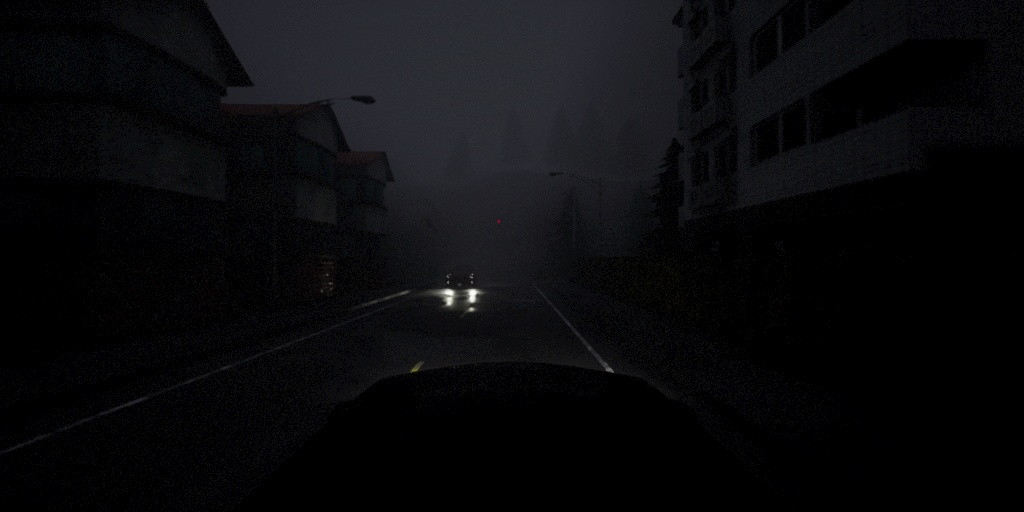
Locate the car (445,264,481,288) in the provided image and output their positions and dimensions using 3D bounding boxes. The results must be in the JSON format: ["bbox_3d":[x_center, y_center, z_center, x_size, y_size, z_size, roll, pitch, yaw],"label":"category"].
[{"bbox_3d":[-3.524,1.369,26.427,2.097,1.767,4.553,0,-1,0],"label":"car"}]
